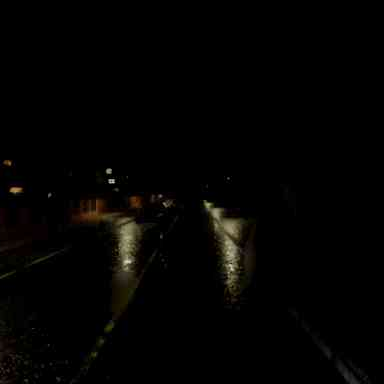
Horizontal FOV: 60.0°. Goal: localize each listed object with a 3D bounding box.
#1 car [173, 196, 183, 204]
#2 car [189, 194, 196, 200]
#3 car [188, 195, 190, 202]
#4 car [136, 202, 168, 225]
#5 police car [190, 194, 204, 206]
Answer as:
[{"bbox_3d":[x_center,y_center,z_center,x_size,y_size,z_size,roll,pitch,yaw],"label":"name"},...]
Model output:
[{"bbox_3d":[-2.740,1.567,65.876,1.994,1.385,4.181,0,0,0],"label":"car"},{"bbox_3d":[0.029,1.316,89.722,1.837,1.490,4.892,0,0,0],"label":"car"},{"bbox_3d":[0.023,1.440,73.711,2.033,1.411,5.357,0,0,0],"label":"car"},{"bbox_3d":[-2.841,1.492,24.349,1.882,1.535,5.008,0,0,0],"label":"car"},{"bbox_3d":[0.978,1.439,55.397,1.930,1.638,5.238,0,0,0],"label":"police car"}]
